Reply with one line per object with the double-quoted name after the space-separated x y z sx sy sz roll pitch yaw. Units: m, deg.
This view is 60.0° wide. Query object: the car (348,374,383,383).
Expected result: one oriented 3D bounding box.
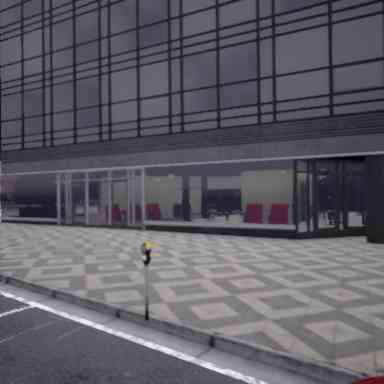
2.640 1.536 0.973 4.507 1.381 1.887 0 -1 36 "car"
